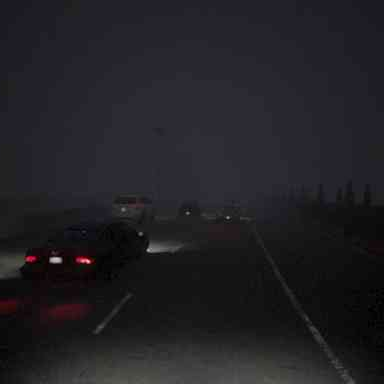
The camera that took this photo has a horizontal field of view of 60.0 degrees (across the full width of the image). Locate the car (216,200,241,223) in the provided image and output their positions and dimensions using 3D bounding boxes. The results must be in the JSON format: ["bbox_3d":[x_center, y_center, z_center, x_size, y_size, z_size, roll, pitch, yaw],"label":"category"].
[{"bbox_3d":[2.841,1.582,25.884,1.812,1.442,4.674,0,0,7],"label":"car"}]

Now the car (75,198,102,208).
[{"bbox_3d":[-12.925,1.558,41.872,2.128,1.511,4.902,0,0,8],"label":"car"}]

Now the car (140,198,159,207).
[{"bbox_3d":[-7.338,1.713,57.564,2.033,1.411,5.357,0,0,7],"label":"car"}]

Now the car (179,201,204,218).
[{"bbox_3d":[-0.046,1.569,30.931,1.837,1.490,4.892,0,0,7],"label":"car"}]

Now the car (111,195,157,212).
[{"bbox_3d":[-4.304,1.253,25.201,2.150,2.045,5.566,0,0,7],"label":"car"}]

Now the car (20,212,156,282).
[{"bbox_3d":[-2.699,1.547,9.773,2.033,1.411,5.357,0,0,6],"label":"car"}]
